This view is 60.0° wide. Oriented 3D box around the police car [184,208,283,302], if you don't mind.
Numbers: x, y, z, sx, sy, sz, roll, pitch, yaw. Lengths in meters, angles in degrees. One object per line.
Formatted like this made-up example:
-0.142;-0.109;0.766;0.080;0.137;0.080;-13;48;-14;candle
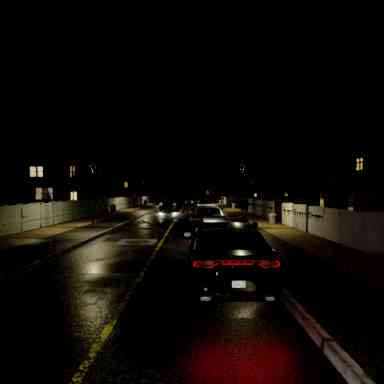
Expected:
0.824;1.424;8.445;1.930;1.638;5.238;0;0;0;police car

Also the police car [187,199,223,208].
0.823;1.432;18.448;1.930;1.638;5.238;0;0;0;police car

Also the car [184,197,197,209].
0.025;1.409;45.790;2.097;1.767;4.553;0;0;0;car

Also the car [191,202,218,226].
0.823;1.519;24.338;1.837;1.490;4.892;0;0;0;car

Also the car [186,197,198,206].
-0.004;1.668;59.758;1.994;1.385;4.181;0;0;0;car

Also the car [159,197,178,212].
-2.753;1.393;39.522;2.097;1.767;4.553;0;0;0;car
